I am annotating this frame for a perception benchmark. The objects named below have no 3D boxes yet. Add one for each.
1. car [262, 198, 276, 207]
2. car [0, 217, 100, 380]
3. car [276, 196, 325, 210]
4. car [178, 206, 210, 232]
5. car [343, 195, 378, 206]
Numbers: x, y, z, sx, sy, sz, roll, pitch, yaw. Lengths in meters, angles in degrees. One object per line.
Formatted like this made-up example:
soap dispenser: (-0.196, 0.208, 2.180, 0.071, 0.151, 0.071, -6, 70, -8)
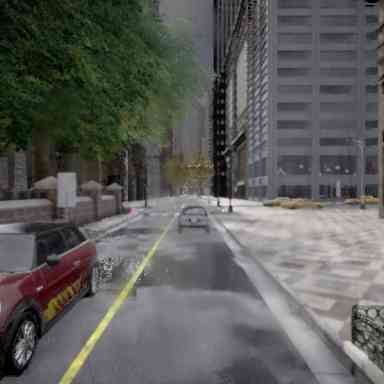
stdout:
car: (12.059, 1.306, 45.772, 4.829, 1.417, 1.752, -1, 1, 0)
car: (-3.094, 1.348, 5.524, 2.097, 1.767, 4.553, 0, 0, 0)
car: (12.372, 1.322, 37.246, 4.829, 1.417, 1.752, -1, 1, 0)
car: (0.110, 1.543, 19.882, 2.033, 1.411, 5.357, 0, 0, 0)
car: (23.400, 1.120, 45.723, 4.829, 1.417, 1.752, -1, 1, 0)
